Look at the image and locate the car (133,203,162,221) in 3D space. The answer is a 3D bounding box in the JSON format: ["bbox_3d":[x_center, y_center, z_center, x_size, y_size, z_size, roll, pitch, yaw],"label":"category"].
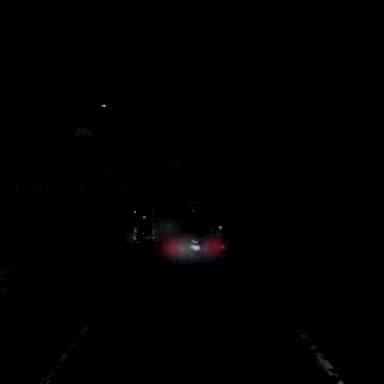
[{"bbox_3d":[-3.596,1.600,27.314,1.895,1.301,4.718,0,0,0],"label":"car"}]

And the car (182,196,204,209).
[{"bbox_3d":[0.102,1.474,31.548,1.882,1.535,5.008,0,0,0],"label":"car"}]

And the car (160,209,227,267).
[{"bbox_3d":[0.098,1.549,11.395,2.033,1.411,5.357,0,0,0],"label":"car"}]
